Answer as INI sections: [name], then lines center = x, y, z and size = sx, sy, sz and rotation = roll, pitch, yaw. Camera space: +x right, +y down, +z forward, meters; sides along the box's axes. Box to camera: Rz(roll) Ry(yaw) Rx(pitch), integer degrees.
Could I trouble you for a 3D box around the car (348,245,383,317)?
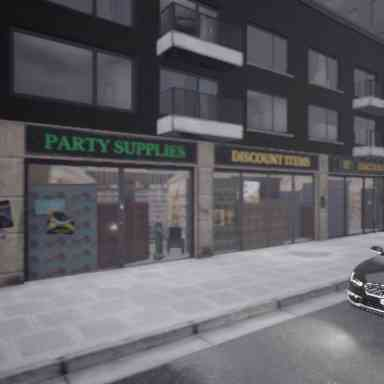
[car]
center = 5.070, 1.508, 6.690
size = 4.892, 1.490, 1.837
rotation = 0, 0, -36
